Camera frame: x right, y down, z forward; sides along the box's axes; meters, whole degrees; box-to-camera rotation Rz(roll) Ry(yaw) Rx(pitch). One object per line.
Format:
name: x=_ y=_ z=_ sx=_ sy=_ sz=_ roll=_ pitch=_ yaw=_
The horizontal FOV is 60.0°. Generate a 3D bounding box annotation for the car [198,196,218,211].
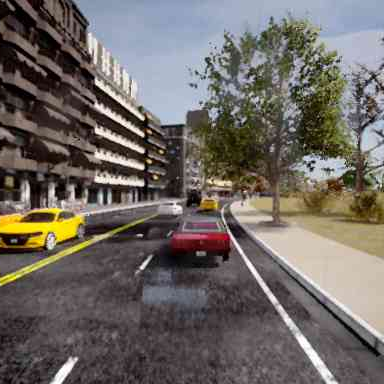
car: x=2.111 y=1.506 z=39.793 sx=1.882 sy=1.535 sz=5.008 roll=0 pitch=0 yaw=6

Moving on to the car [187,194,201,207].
car: x=0.475 y=1.285 z=54.195 sx=2.150 sy=2.045 sz=5.566 roll=0 pitch=0 yaw=8

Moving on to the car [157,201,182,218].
car: x=-1.969 y=1.543 z=30.256 sx=1.812 sy=1.442 sz=4.674 roll=0 pitch=0 yaw=4

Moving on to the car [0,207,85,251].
car: x=-6.280 y=1.480 z=14.406 sx=1.882 sy=1.535 sz=5.008 roll=0 pitch=0 yaw=2

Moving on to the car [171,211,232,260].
car: x=0.346 y=1.602 z=12.405 sx=1.895 sy=1.301 sz=4.718 roll=0 pitch=0 yaw=2

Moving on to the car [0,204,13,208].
car: x=-9.512 y=1.355 z=14.836 sx=2.097 sy=1.767 sz=4.553 roll=0 pitch=0 yaw=2
